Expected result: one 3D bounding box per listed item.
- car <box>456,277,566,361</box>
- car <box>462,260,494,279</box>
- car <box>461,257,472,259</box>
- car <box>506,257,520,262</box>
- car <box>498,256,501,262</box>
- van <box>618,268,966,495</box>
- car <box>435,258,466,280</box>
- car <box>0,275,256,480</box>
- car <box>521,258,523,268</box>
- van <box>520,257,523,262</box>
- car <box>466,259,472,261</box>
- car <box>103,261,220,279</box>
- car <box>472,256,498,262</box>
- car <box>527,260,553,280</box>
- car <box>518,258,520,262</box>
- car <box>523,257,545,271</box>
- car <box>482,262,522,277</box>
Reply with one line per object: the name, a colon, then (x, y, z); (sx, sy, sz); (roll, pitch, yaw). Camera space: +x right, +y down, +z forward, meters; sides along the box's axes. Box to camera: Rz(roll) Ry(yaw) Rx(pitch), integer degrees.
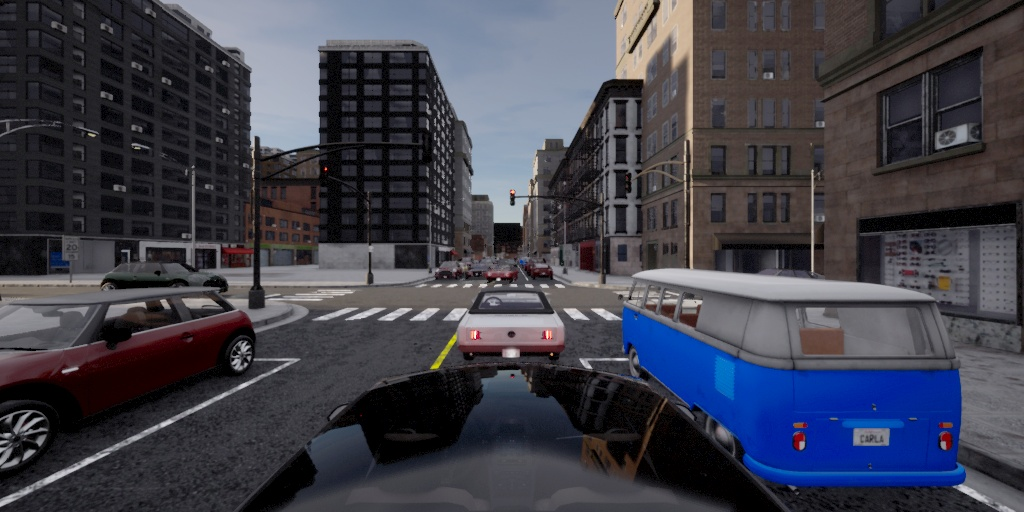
car: (-0.016, 1.350, 8.261); (1.895, 1.301, 4.718); (0, 0, 0)
car: (-2.932, 1.309, 31.517); (1.994, 1.385, 4.181); (0, 0, -1)
car: (-5.498, 1.058, 42.156); (2.192, 1.841, 5.009); (0, 0, 0)
car: (-0.076, 1.299, 62.312); (1.994, 1.385, 4.181); (0, 0, 1)
car: (-2.967, 1.093, 49.011); (2.097, 1.767, 4.553); (0, 0, 0)
van: (2.632, 1.090, 4.479); (1.690, 1.789, 3.998); (0, 0, 0)
car: (-5.468, 1.185, 31.337); (1.967, 1.591, 4.097); (0, 0, 0)
car: (-5.393, 1.189, 4.457); (1.967, 1.591, 4.097); (0, 0, 0)
car: (2.512, 1.286, 47.588); (1.888, 1.381, 4.507); (0, 0, 0)
van: (2.496, 1.080, 52.998); (1.690, 1.789, 3.998); (0, 0, 0)
car: (-5.483, 1.269, 36.576); (1.751, 1.417, 4.829); (0, 0, 0)
car: (-15.961, 1.021, 16.664); (4.553, 1.767, 2.097); (0, 0, 0)
car: (-2.938, 1.095, 40.137); (2.097, 1.767, 4.553); (0, 0, 0)
car: (2.557, 1.290, 31.360); (1.888, 1.381, 4.507); (0, 0, 0)
car: (2.481, 1.302, 58.407); (1.948, 1.339, 4.313); (0, 0, 0)
car: (2.542, 1.059, 36.769); (2.192, 1.841, 5.009); (0, 0, 0)
car: (-0.647, 1.346, 27.427); (1.895, 1.301, 4.718); (0, 0, 8)
